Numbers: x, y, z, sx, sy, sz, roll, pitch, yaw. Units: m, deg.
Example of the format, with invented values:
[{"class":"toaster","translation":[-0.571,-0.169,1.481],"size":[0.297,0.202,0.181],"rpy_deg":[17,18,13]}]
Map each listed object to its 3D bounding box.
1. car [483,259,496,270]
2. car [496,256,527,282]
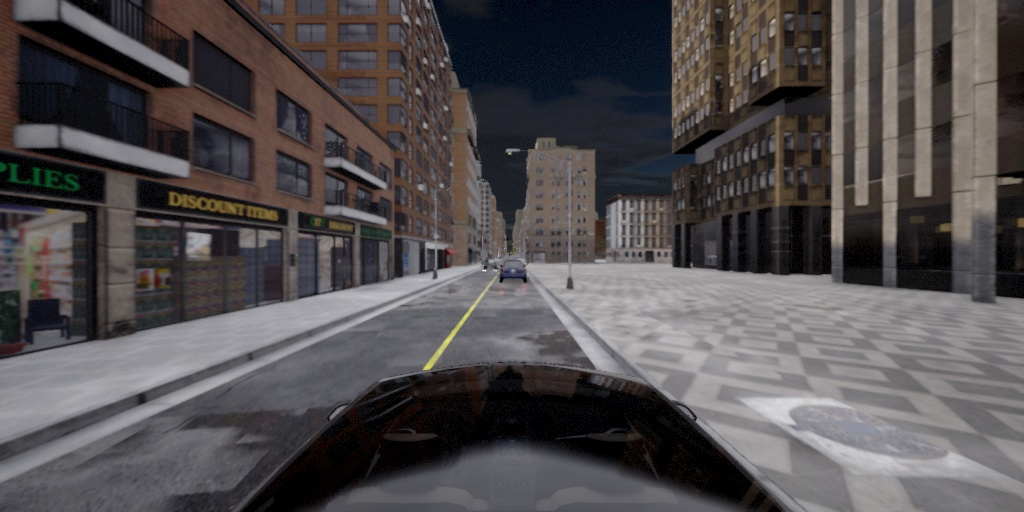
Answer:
[{"class":"car","translation":[-3.081,1.209,51.610],"size":[1.812,1.442,4.674],"rpy_deg":[0,0,0]},{"class":"car","translation":[0.091,1.066,28.355],"size":[2.097,1.767,4.553],"rpy_deg":[0,0,0]}]
